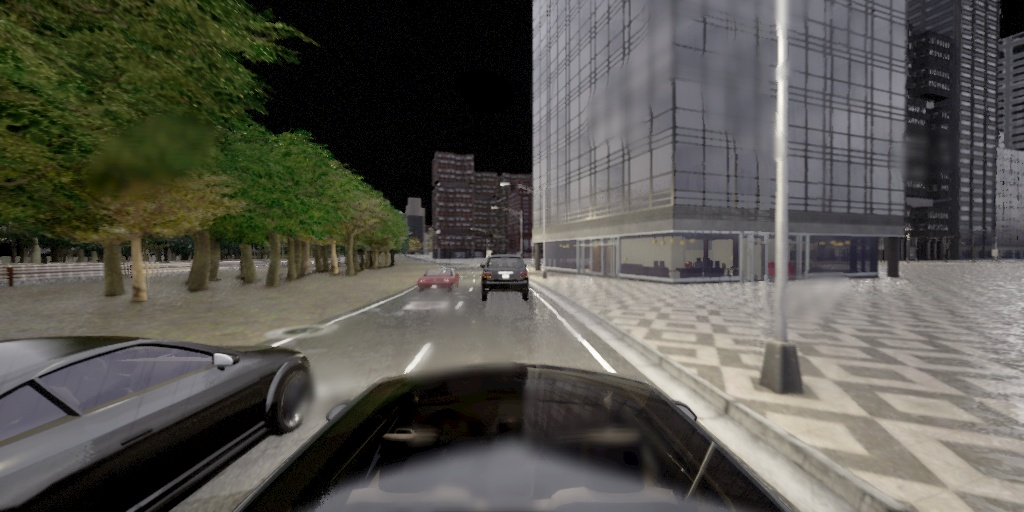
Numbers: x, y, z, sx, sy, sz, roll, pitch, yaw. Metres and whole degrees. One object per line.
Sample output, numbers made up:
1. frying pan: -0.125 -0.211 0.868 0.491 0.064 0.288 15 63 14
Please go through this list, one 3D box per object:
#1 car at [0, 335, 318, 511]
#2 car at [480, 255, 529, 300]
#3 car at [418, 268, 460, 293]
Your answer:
1. car: -3.447 1.319 2.842 1.994 1.385 4.181 0 0 0
2. car: -0.414 0.966 17.952 2.150 2.045 5.566 0 0 -3
3. car: -4.094 1.352 20.810 1.895 1.301 4.718 0 0 -4
